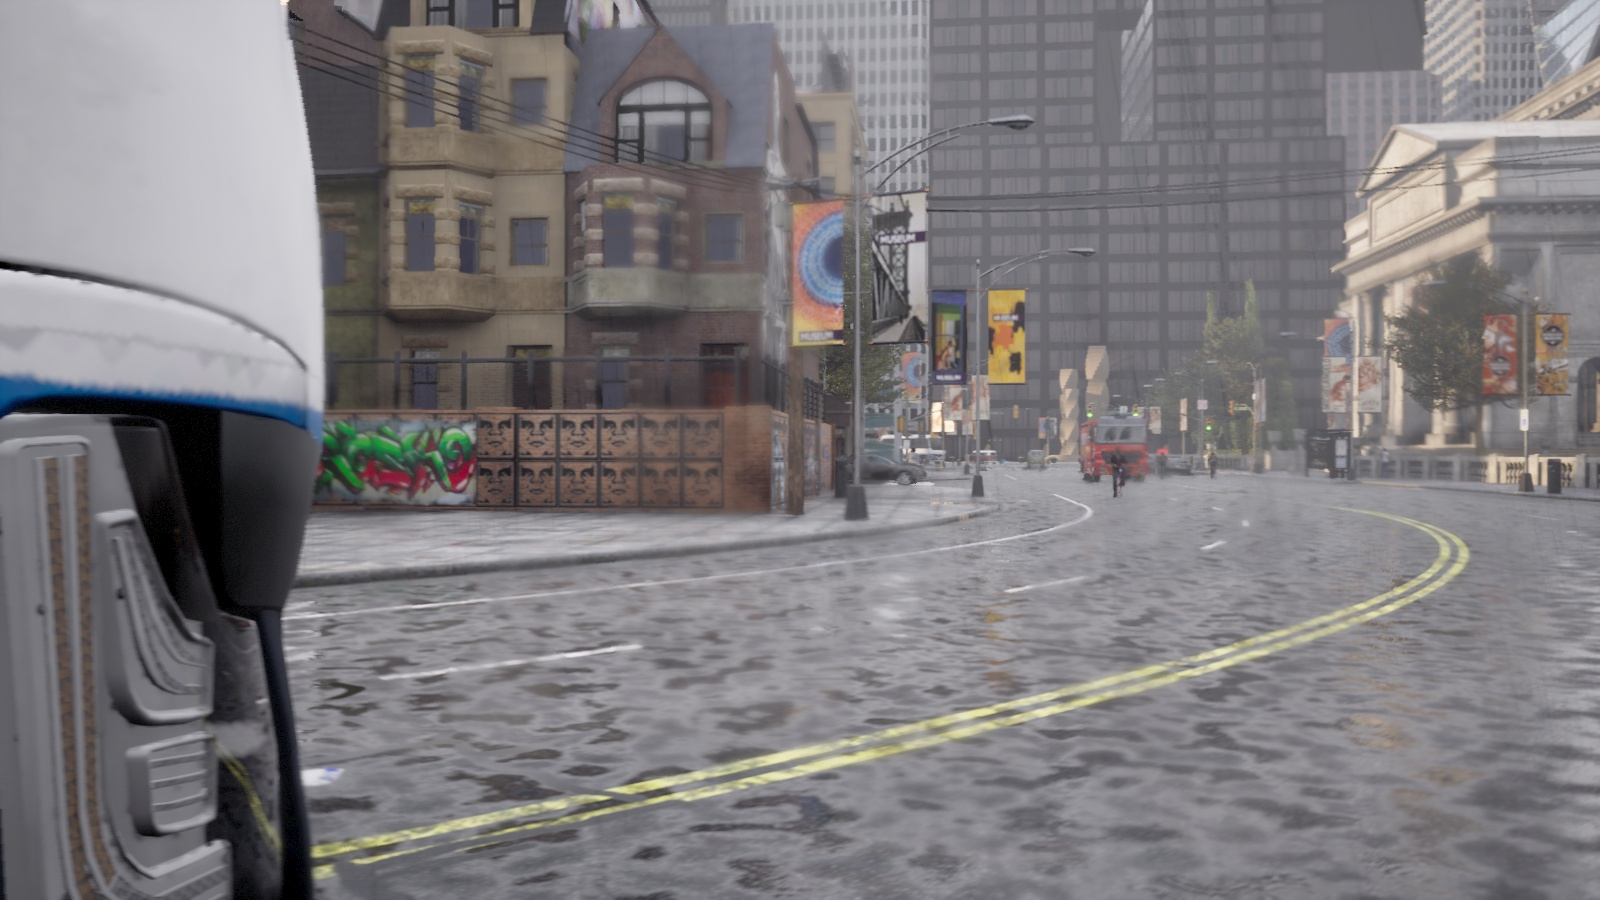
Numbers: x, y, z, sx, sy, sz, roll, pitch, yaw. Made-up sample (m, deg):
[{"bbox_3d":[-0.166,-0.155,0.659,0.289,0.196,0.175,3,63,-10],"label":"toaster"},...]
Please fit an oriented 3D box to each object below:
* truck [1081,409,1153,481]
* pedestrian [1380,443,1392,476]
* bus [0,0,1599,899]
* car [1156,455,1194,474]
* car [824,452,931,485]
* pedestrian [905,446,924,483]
[{"bbox_3d":[17.799,-0.240,70.991,2.891,3.827,8.468,0,0,7],"label":"truck"},{"bbox_3d":[33.063,0.540,70.820,0.354,1.836,0.706,0,0,2],"label":"pedestrian"},{"bbox_3d":[-4.933,-0.617,0.236,10.273,4.253,3.944,0,0,-27],"label":"bus"},{"bbox_3d":[27.416,1.029,91.868,1.994,1.385,4.181,0,0,7],"label":"car"},{"bbox_3d":[3.702,0.881,59.483,4.902,1.511,2.128,0,0,9],"label":"car"},{"bbox_3d":[5.843,0.740,63.934,0.874,1.855,0.900,0,0,-1],"label":"pedestrian"}]
